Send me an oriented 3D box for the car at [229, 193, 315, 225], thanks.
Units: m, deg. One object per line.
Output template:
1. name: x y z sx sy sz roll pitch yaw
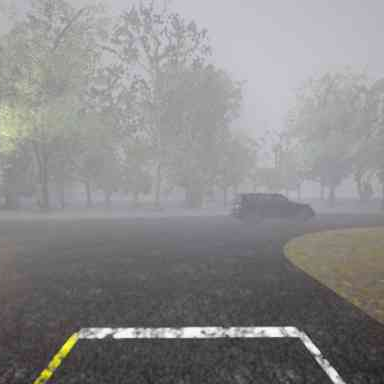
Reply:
1. car: 5.261 1.067 22.223 5.566 2.045 2.150 -1 1 -9
